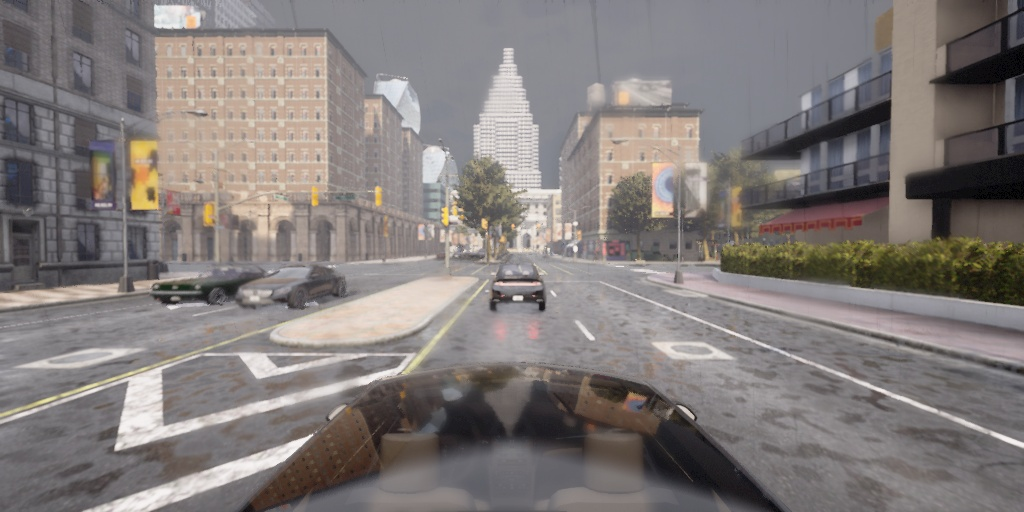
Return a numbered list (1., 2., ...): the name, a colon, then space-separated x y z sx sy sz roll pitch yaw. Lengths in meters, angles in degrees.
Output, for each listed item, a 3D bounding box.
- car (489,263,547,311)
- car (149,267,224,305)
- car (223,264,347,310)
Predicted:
1. car: 0.201 1.009 13.178 2.128 1.511 4.902 0 1 1
2. car: -11.410 1.095 14.385 1.895 1.301 4.718 0 1 1
3. car: -7.927 1.038 13.449 1.812 1.442 4.674 0 1 1
